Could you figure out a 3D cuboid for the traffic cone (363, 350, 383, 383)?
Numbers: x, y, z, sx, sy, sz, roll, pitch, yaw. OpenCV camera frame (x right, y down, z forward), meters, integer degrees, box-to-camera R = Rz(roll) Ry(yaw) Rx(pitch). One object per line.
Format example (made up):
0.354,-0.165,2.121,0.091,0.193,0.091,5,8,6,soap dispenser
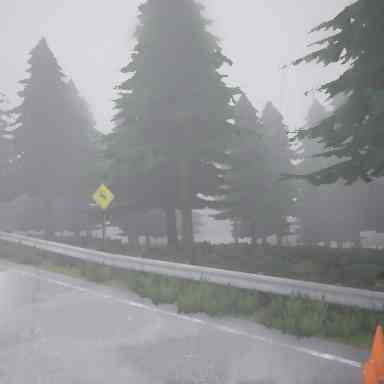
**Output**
1.778,1.956,3.283,0.340,0.580,0.340,0,0,34,traffic cone

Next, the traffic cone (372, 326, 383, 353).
2.324,1.956,4.118,0.340,0.580,0.340,0,0,34,traffic cone
